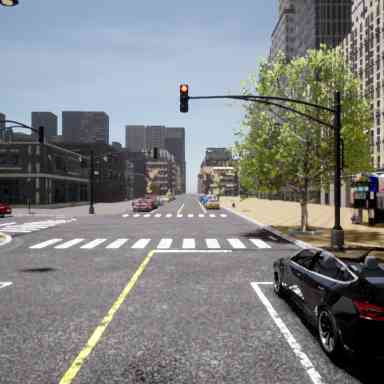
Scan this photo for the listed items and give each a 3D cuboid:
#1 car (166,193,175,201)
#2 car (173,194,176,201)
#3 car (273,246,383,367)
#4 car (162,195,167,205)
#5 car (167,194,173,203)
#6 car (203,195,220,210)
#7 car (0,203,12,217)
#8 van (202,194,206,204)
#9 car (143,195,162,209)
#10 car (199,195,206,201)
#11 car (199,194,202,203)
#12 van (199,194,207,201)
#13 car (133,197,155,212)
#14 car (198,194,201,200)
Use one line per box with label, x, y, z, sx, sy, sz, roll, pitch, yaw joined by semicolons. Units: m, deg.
car;-5.640;1.324;88.229;2.192;1.841;5.009;0;0;0
car;-5.644;1.559;82.678;2.008;1.369;4.403;0;0;0
car;2.698;1.566;5.789;1.947;1.339;4.313;0;0;0
car;-5.658;1.555;54.923;2.008;1.369;4.403;0;0;0
car;-5.649;1.532;71.406;1.752;1.417;4.829;0;0;0
car;2.717;1.528;43.988;1.752;1.417;4.829;0;0;0
car;-17.254;1.371;27.278;4.507;1.381;1.887;1;-1;-1
van;2.721;1.345;49.370;1.690;1.788;3.998;0;0;0
car;-5.662;1.318;43.820;2.192;1.841;5.009;0;0;0
car;2.740;1.534;88.397;1.752;1.417;4.829;0;0;0
car;2.725;1.556;60.472;2.008;1.369;4.403;0;0;0
van;2.738;1.349;82.676;1.690;1.788;3.998;0;0;0
car;-5.666;1.584;38.269;1.802;1.307;4.206;0;0;0
car;2.731;1.572;71.574;1.947;1.339;4.313;0;0;0
